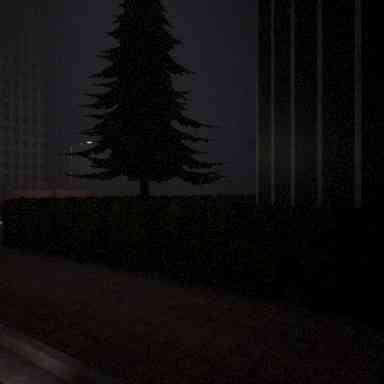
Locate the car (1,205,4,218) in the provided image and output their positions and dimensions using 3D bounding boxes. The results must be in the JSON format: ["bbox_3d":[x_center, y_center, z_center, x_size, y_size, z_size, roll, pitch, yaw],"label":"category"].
[{"bbox_3d":[-13.118,1.560,28.389,1.837,1.490,4.892,0,0,36],"label":"car"}]
